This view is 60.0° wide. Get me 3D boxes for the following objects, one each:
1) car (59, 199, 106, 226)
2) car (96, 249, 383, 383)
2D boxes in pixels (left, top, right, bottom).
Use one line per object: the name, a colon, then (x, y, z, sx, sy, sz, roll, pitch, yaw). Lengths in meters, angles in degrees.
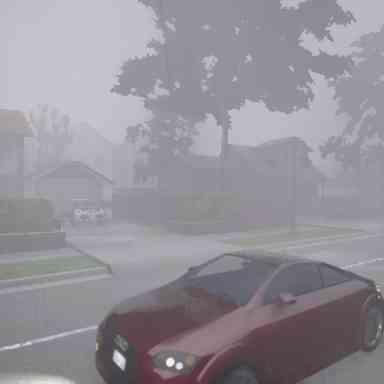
car: (-6.583, 1.168, 19.906, 1.970, 1.475, 3.806, 0, 0, -35)
car: (0.867, 1.564, 4.618, 4.181, 1.385, 1.994, 0, 0, -36)
